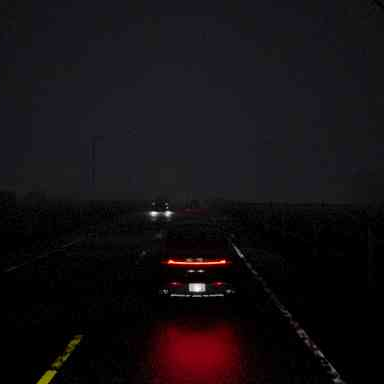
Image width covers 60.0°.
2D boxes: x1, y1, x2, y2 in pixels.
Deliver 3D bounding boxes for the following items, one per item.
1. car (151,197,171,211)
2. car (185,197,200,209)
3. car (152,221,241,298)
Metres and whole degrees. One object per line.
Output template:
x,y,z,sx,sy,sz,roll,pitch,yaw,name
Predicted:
-3.616,1.345,39.838,2.097,1.767,4.553,0,0,0,car
0.061,1.484,45.376,2.128,1.511,4.902,0,0,0,car
0.093,1.503,8.510,1.837,1.490,4.892,0,0,0,car
